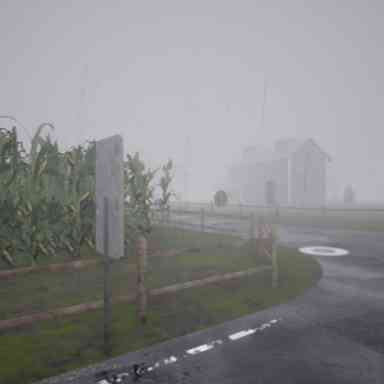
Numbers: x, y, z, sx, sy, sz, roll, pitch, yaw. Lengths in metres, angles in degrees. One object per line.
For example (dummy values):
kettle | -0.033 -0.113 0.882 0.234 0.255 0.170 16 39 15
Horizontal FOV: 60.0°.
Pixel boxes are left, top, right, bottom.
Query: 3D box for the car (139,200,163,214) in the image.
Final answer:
car | -4.644 1.561 34.635 1.812 1.442 4.674 0 0 -35
